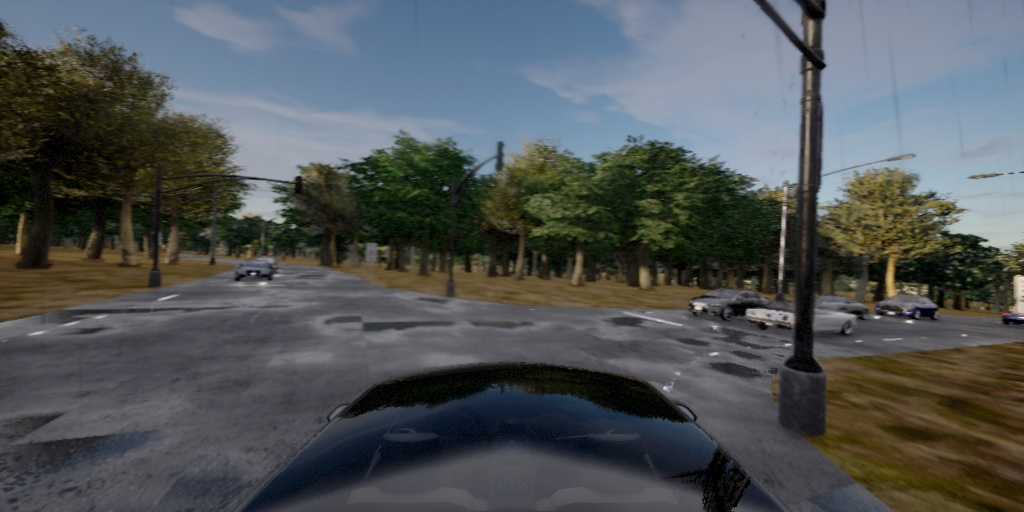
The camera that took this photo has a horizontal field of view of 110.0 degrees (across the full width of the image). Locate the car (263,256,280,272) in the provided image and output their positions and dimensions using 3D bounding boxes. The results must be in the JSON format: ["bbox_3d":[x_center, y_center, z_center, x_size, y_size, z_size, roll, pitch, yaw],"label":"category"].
[{"bbox_3d":[-22.614,0.868,32.985,1.812,1.442,4.674,2,-1,-32],"label":"car"}]

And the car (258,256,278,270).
[{"bbox_3d":[-28.295,0.794,41.527,1.837,1.490,4.892,2,-1,-35],"label":"car"}]

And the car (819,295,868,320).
[{"bbox_3d":[20.442,3.214,22.739,4.181,1.385,1.994,4,-1,-24],"label":"car"}]

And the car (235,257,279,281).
[{"bbox_3d":[-17.509,0.945,24.627,1.994,1.385,4.181,2,-1,-30],"label":"car"}]

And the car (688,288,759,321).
[{"bbox_3d":[11.393,2.466,18.721,4.902,1.511,2.128,4,-1,-26],"label":"car"}]

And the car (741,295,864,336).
[{"bbox_3d":[12.294,2.568,15.172,4.718,1.301,1.895,4,-1,-24],"label":"car"}]

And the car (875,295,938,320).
[{"bbox_3d":[29.428,3.703,26.730,4.553,1.767,2.097,5,-1,-24],"label":"car"}]

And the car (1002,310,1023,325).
[{"bbox_3d":[39.385,4.673,27.185,4.181,1.385,1.994,5,-2,-24],"label":"car"}]
